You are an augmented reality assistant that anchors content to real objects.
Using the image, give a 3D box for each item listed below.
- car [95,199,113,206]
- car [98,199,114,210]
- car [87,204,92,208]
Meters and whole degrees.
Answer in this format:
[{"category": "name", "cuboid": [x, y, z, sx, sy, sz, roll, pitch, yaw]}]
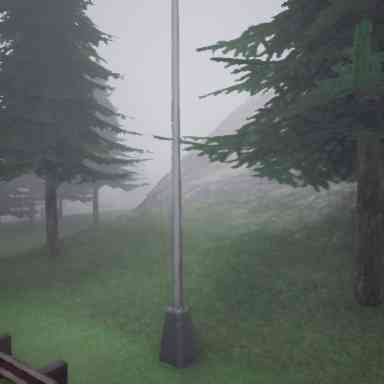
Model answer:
[{"category": "car", "cuboid": [-18.883, 2.251, 71.216, 2.128, 1.511, 4.902, 0, 0, -32]}, {"category": "car", "cuboid": [-14.195, 2.163, 54.980, 1.837, 1.490, 4.892, 0, 0, -2]}, {"category": "car", "cuboid": [-19.256, 2.304, 63.797, 2.033, 1.411, 5.357, 0, 0, -19]}]
